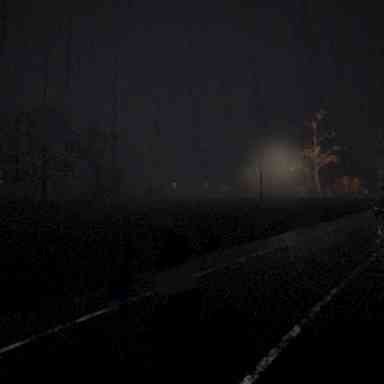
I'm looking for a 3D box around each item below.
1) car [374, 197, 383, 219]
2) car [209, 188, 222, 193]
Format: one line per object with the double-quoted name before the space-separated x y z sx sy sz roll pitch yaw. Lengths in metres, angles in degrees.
"car" 14.067 0.994 23.137 2.128 1.511 4.902 -3 0 40
"car" 5.047 -0.276 75.205 4.553 1.767 2.097 0 1 40
